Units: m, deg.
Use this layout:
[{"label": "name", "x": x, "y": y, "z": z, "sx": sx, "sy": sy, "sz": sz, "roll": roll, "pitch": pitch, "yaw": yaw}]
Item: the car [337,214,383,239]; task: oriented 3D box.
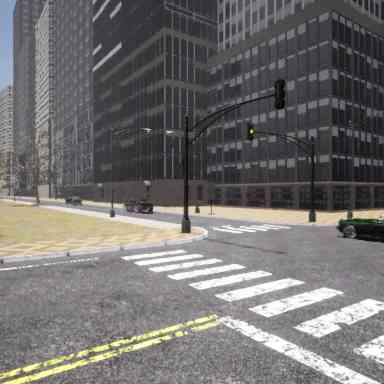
[{"label": "car", "x": 9.149, "y": 1.604, "z": 15.138, "sx": 1.895, "sy": 1.301, "sz": 4.718, "roll": 0, "pitch": 0, "yaw": -33}]

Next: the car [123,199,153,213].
[{"label": "car", "x": -6.027, "y": 1.506, "z": 37.081, "sx": 1.837, "sy": 1.490, "sz": 4.892, "roll": 0, "pitch": 0, "yaw": -35}]

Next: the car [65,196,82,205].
[{"label": "car", "x": -20.716, "y": 1.494, "z": 58.030, "sx": 2.128, "sy": 1.511, "sz": 4.902, "roll": 0, "pitch": 0, "yaw": -35}]
